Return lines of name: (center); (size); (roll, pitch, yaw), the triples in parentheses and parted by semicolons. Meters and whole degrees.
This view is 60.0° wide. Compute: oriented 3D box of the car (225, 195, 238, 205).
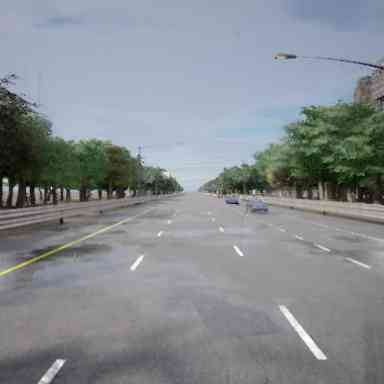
car: (7.103, 1.557, 60.086); (1.994, 1.385, 4.181); (0, 0, 0)

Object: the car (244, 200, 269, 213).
car: (7.058, 1.543, 36.644); (2.033, 1.411, 5.357); (0, 0, 0)
